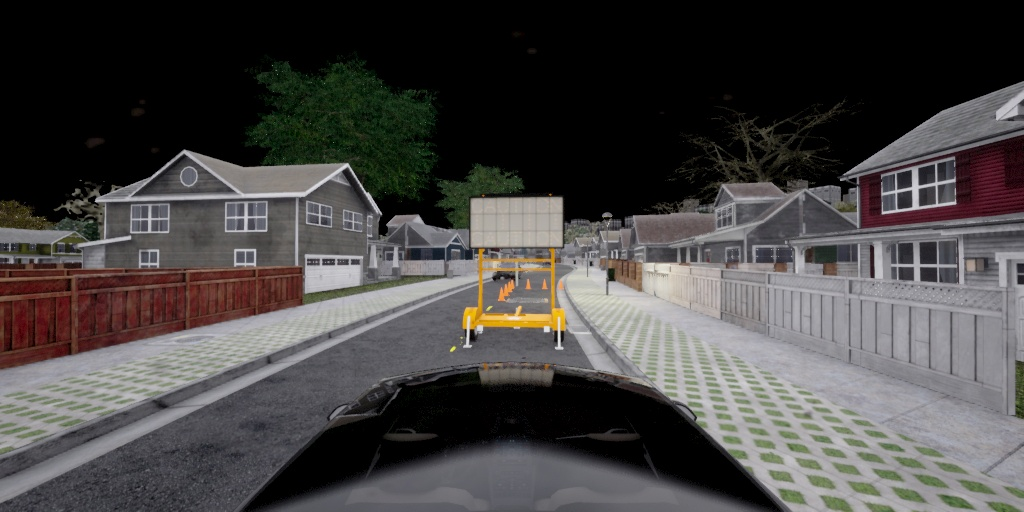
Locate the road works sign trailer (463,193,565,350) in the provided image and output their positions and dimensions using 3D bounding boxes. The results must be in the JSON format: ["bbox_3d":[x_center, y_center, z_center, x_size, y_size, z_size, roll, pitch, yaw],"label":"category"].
[{"bbox_3d":[0.130,0.219,9.167,2.380,3.560,2.880,0,0,5],"label":"road works sign trailer"}]

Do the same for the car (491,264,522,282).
[{"bbox_3d":[-0.296,1.341,29.828,2.033,1.411,5.357,0,0,10],"label":"car"}]
